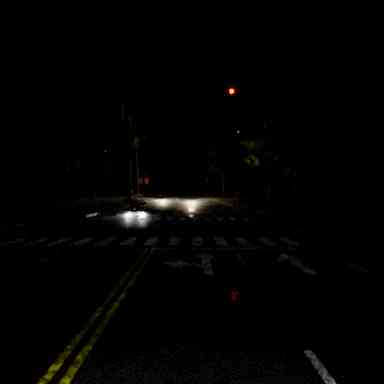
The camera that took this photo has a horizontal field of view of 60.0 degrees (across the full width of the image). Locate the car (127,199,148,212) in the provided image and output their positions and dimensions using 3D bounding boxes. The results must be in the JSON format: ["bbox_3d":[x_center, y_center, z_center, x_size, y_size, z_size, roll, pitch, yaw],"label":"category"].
[{"bbox_3d":[-6.246,1.536,38.429,1.895,1.301,4.718,0,0,0],"label":"car"}]

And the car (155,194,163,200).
[{"bbox_3d":[-8.061,1.264,82.450,1.812,1.442,4.674,0,0,-5],"label":"car"}]
